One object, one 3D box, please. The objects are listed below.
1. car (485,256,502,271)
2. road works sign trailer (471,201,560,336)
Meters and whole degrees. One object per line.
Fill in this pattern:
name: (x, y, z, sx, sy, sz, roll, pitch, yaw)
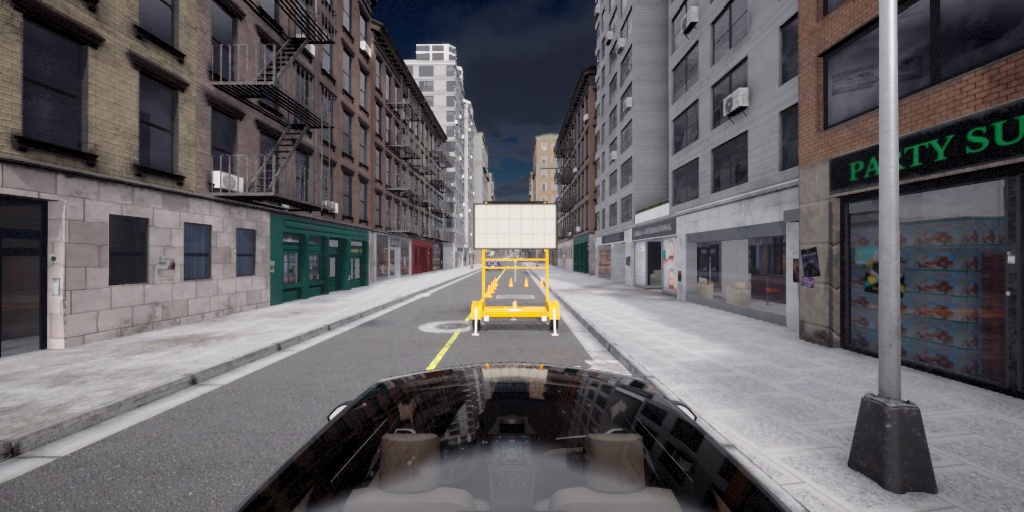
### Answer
car: (-2.556, 0.956, 48.694, 2.150, 2.045, 5.566, 0, 0, 1)
road works sign trailer: (0.097, 0.214, 10.428, 2.380, 3.560, 2.880, 0, 0, 1)
